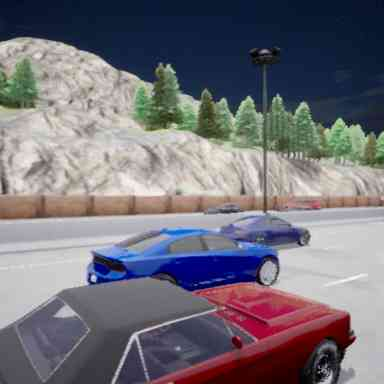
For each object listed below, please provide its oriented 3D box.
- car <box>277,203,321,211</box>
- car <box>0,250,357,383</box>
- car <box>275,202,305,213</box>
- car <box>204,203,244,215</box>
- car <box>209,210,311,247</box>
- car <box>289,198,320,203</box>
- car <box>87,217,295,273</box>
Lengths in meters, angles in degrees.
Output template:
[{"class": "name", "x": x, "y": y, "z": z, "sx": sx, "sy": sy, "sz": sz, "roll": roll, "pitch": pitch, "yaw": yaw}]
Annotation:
[{"class": "car", "x": 10.671, "y": 2.066, "z": 33.107, "sx": 4.718, "sy": 1.301, "sz": 1.895, "roll": 1, "pitch": -1, "yaw": -35}, {"class": "car", "x": -0.281, "y": 1.653, "z": 3.546, "sx": 4.718, "sy": 1.301, "sz": 1.895, "roll": 1, "pitch": -1, "yaw": -36}, {"class": "car", "x": 14.382, "y": 2.245, "z": 48.605, "sx": 4.181, "sy": 1.385, "sz": 1.994, "roll": 0, "pitch": -1, "yaw": -35}, {"class": "car", "x": 3.568, "y": 2.020, "z": 36.632, "sx": 4.892, "sy": 1.490, "sz": 1.837, "roll": 1, "pitch": -1, "yaw": -35}, {"class": "car", "x": 3.245, "y": 1.733, "z": 14.666, "sx": 4.674, "sy": 1.442, "sz": 1.812, "roll": 1, "pitch": -1, "yaw": -36}, {"class": "car", "x": 12.832, "y": 1.771, "z": 38.938, "sx": 5.566, "sy": 2.045, "sz": 2.150, "roll": 1, "pitch": -1, "yaw": -35}, {"class": "car", "x": 0.058, "y": 1.593, "z": 8.088, "sx": 5.008, "sy": 1.535, "sz": 1.882, "roll": 1, "pitch": -1, "yaw": -36}]
